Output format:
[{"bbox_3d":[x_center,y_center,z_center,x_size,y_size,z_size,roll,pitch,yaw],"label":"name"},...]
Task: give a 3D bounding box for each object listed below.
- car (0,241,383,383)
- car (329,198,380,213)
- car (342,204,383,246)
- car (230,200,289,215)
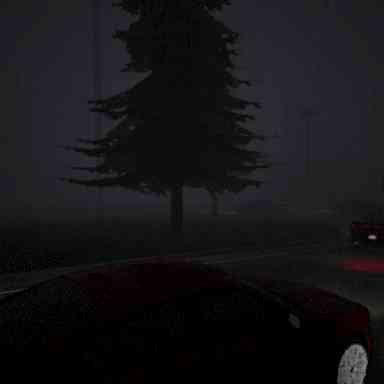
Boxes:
[{"bbox_3d":[-0.156,1.467,3.358,5.008,1.535,1.882,0,0,-34],"label":"car"},{"bbox_3d":[15.530,1.366,31.957,1.837,1.490,4.892,1,-1,-31],"label":"car"},{"bbox_3d":[8.110,1.417,13.243,5.008,1.535,1.882,0,1,-42],"label":"car"},{"bbox_3d":[6.405,1.431,31.844,5.357,1.411,2.033,0,0,33],"label":"car"}]
